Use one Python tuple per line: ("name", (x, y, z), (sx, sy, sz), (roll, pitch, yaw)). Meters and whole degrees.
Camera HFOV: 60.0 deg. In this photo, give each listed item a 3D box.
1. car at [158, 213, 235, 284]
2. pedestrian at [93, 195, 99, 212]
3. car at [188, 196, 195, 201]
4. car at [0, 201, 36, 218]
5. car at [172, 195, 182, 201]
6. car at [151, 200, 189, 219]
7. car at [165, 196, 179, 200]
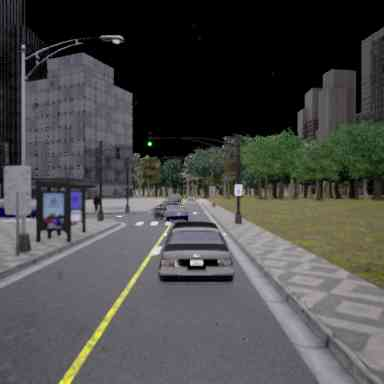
("car", (0.090, 1.575, 9.663), (2.033, 1.411, 5.357), (0, 0, 0))
("pedestrian", (-10.106, 1.163, 35.153), (0.375, 1.860, 0.375), (0, 0, 1))
("car", (-0.149, 1.737, 84.281), (1.895, 1.301, 4.718), (0, 0, 0))
("car", (-15.656, 1.519, 29.047), (5.008, 1.535, 1.882), (0, 0, 0))
("car", (-3.118, 1.674, 54.666), (1.994, 1.385, 4.181), (0, 0, 0))
("car", (-1.890, 1.633, 27.404), (1.994, 1.385, 4.181), (0, 0, -25))
("car", (-3.126, 1.659, 44.750), (1.994, 1.385, 4.181), (0, 0, 0))
